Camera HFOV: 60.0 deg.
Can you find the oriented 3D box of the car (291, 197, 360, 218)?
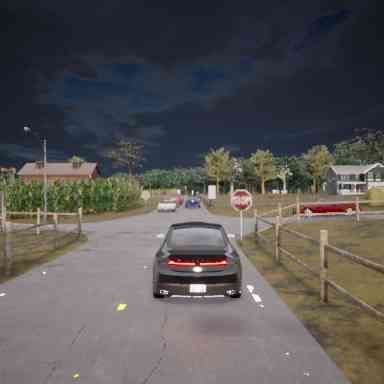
[{"bbox_3d":[10.158,1.160,25.507,5.008,1.535,1.882,-2,-2,0],"label":"car"}]

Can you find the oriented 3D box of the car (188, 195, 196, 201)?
[{"bbox_3d":[0.056,1.490,80.735,1.994,1.385,4.181,0,0,0],"label":"car"}]

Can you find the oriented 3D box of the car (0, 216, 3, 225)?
[{"bbox_3d":[-15.518,1.919,22.591,4.718,1.301,1.895,-1,-2,-1],"label":"car"}]

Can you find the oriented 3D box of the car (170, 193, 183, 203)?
[{"bbox_3d":[-2.795,1.181,57.465,2.150,2.045,5.566,0,0,0],"label":"car"}]

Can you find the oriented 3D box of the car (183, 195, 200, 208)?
[{"bbox_3d":[0.112,1.320,48.599,2.097,1.767,4.553,0,0,0],"label":"car"}]

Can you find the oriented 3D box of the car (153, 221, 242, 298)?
[{"bbox_3d":[0.104,1.509,8.491,1.837,1.490,4.892,0,0,0],"label":"car"}]

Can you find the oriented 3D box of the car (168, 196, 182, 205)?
[{"bbox_3d":[-2.814,1.570,47.582,1.895,1.301,4.718,0,0,0],"label":"car"}]

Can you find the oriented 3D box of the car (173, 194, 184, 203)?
[{"bbox_3d":[-2.724,1.303,67.304,2.097,1.767,4.553,0,0,0],"label":"car"}]

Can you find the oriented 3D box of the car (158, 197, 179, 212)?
[{"bbox_3d":[-2.831,1.581,37.992,1.895,1.301,4.718,0,0,0],"label":"car"}]
